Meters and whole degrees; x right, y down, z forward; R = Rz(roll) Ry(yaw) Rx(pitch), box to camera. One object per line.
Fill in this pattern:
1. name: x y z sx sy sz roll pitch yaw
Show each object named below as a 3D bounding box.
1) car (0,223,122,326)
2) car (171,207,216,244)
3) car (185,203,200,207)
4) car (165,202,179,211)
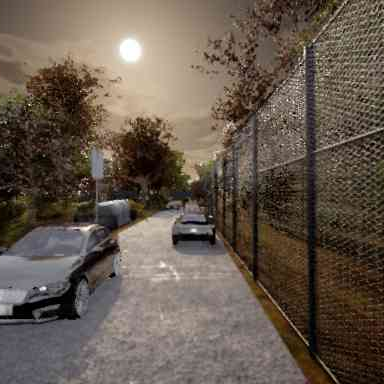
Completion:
1. car: -2.859 1.501 7.409 2.128 1.511 4.902 0 0 0
2. car: 0.071 1.621 16.155 1.994 1.385 4.181 0 0 0
3. car: -0.003 1.830 34.587 2.033 1.411 5.357 0 -1 0
4. car: -2.900 2.151 49.419 1.994 1.385 4.181 0 -1 1
